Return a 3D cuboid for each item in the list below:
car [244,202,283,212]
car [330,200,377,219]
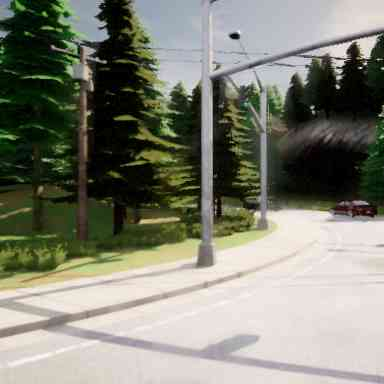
[{"bbox_3d":[7.982,1.505,37.888,2.033,1.411,5.357,0,0,-25],"label":"car"},{"bbox_3d":[13.994,1.430,29.124,1.882,1.535,5.008,0,0,-4],"label":"car"}]
